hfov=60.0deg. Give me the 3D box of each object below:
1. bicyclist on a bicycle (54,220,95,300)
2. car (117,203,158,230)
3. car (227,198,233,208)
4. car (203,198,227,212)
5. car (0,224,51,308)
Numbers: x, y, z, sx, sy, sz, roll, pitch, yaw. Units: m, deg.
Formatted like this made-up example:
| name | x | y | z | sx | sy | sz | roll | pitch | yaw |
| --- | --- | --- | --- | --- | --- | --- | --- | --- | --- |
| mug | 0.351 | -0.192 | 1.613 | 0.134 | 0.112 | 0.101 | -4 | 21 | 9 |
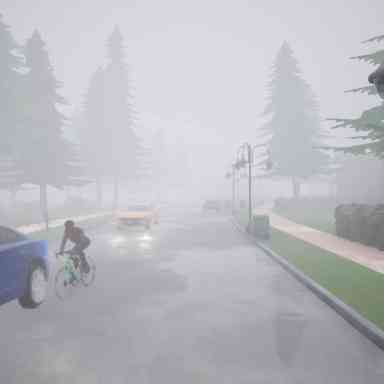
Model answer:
| name | x | y | z | sx | sy | sz | roll | pitch | yaw |
| --- | --- | --- | --- | --- | --- | --- | --- | --- | --- |
| bicyclist on a bicycle | -2.615 | 1.439 | 7.464 | 0.582 | 1.620 | 1.656 | -4 | 1 | 11 |
| car | -3.358 | 1.477 | 21.292 | 1.882 | 1.535 | 5.008 | 0 | 0 | 3 |
| car | 4.722 | 1.564 | 48.145 | 1.994 | 1.385 | 4.181 | 0 | 0 | 16 |
| car | 2.498 | 1.489 | 39.098 | 2.128 | 1.511 | 4.902 | 0 | 0 | 11 |
| car | -3.645 | 1.133 | 4.402 | 1.882 | 1.535 | 5.008 | -6 | -5 | -2 |
